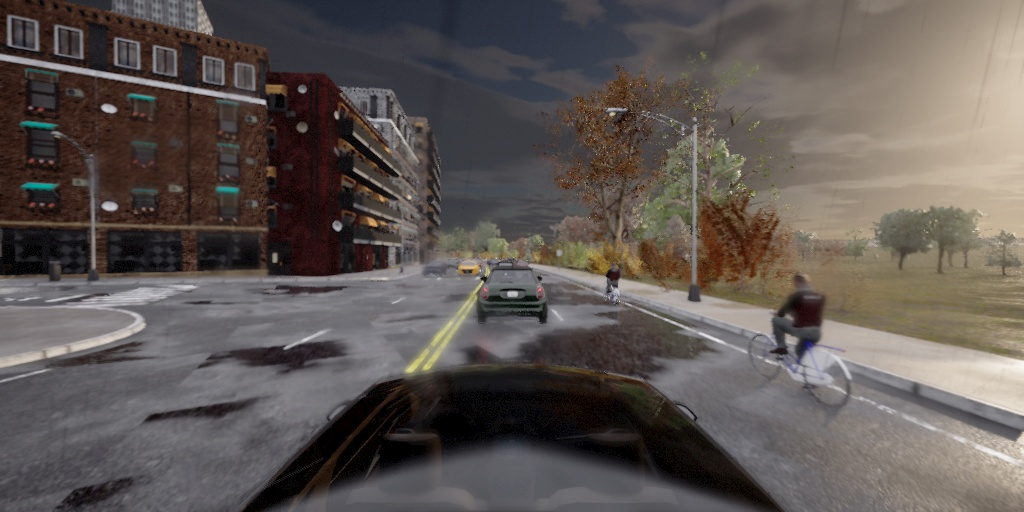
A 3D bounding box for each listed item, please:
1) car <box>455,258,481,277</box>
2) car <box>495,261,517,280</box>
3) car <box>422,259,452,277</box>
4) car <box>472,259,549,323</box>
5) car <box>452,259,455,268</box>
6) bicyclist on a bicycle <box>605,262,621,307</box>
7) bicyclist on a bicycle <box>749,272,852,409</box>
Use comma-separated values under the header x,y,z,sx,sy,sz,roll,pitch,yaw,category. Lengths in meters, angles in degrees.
x,y,z,sx,sy,sz,roll,pitch,yaw,category
-4.252,1.201,35.793,1.882,1.535,5.008,0,0,-3,car
-0.619,1.229,31.850,1.837,1.490,4.892,0,0,-3,car
-7.482,1.275,35.349,2.033,1.411,5.357,0,0,-3,car
-0.012,1.094,12.229,2.097,1.767,4.553,0,0,-1,car
-8.488,1.213,51.897,1.837,1.490,4.892,0,0,-4,car
3.997,1.107,14.367,0.659,1.776,1.843,0,0,-1,bicyclist on a bicycle
4.113,1.115,5.291,0.659,1.776,1.843,0,0,0,bicyclist on a bicycle
